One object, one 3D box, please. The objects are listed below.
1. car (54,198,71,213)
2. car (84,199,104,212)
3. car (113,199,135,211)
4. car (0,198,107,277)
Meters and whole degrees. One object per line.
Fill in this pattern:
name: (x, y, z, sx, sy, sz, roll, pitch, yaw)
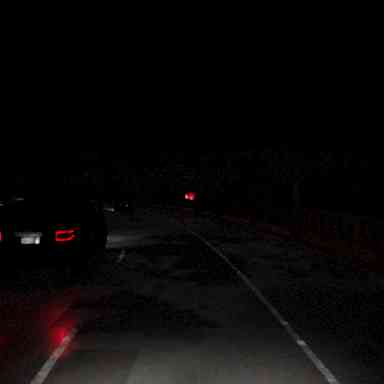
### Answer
car: (-15.273, 1.535, 39.085, 1.837, 1.490, 4.892, 0, 0, -22)
car: (-11.845, 1.549, 39.898, 1.812, 1.442, 4.674, 0, 0, -22)
car: (-8.311, 1.578, 40.484, 1.994, 1.385, 4.181, 0, 0, -22)
car: (-4.126, 1.230, 10.475, 2.150, 2.045, 5.566, 0, 0, -6)
